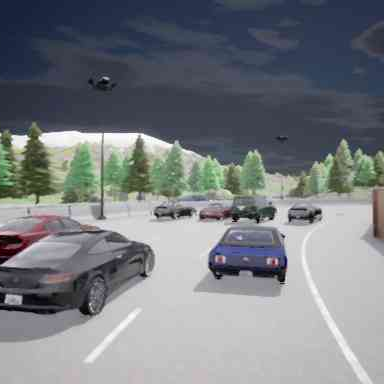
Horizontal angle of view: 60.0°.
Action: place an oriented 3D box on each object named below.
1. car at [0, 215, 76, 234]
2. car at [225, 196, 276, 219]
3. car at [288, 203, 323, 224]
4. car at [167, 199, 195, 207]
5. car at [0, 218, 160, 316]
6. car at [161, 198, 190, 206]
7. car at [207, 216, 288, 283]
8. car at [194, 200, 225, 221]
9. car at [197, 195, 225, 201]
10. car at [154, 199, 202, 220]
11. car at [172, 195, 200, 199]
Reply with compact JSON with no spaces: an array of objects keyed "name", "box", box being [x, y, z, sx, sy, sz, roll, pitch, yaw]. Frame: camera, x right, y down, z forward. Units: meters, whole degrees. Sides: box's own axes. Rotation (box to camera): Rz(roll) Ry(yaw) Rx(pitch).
[{"name":"car","box":[-4.978,1.524,11.554,1.882,1.535,5.008,0,0,14]},{"name":"car","box":[4.909,1.328,26.292,2.150,2.045,5.566,0,0,30]},{"name":"car","box":[8.935,1.597,26.060,2.128,1.511,4.902,0,0,32]},{"name":"car","box":[-1.892,1.829,56.996,4.718,1.301,1.895,0,0,-44]},{"name":"car","box":[-2.344,1.556,7.560,1.812,1.442,4.674,0,0,12]},{"name":"car","box":[-2.958,1.790,60.775,5.357,1.411,2.033,0,0,-43]},{"name":"car","box":[1.824,1.641,9.935,1.895,1.301,4.718,0,0,14]},{"name":"car","box":[2.306,1.679,28.571,1.994,1.385,4.181,0,0,31]},{"name":"car","box":[3.739,1.702,52.604,4.902,1.511,2.128,0,0,-43]},{"name":"car","box":[-1.412,1.609,29.182,2.128,1.511,4.902,0,0,29]},{"name":"car","box":[-0.153,1.437,53.786,5.566,2.045,2.150,0,0,-45]}]
